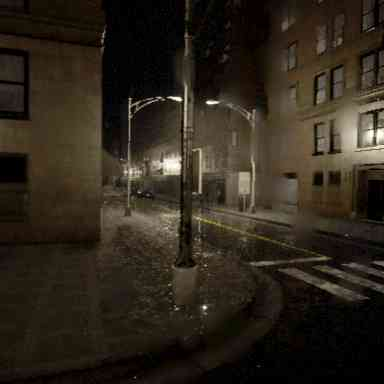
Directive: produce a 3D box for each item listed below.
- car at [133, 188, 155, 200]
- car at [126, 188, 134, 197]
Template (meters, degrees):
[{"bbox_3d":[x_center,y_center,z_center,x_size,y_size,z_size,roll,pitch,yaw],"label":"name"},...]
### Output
[{"bbox_3d":[-6.408,0.315,45.724,1.994,1.385,4.181,0,1,-19],"label":"car"},{"bbox_3d":[-9.519,0.042,54.572,1.994,1.385,4.181,0,2,-19],"label":"car"}]
